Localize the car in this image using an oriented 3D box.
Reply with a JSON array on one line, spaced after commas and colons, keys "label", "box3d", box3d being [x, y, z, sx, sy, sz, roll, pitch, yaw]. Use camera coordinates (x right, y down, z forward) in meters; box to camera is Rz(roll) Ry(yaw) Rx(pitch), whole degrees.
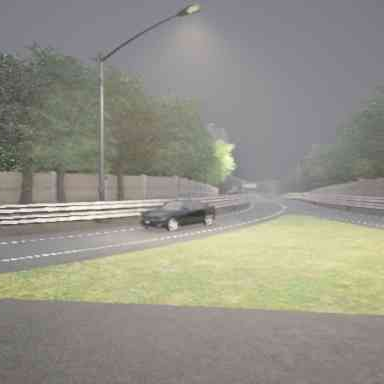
[{"label": "car", "box3d": [-0.661, 1.145, 18.032, 1.882, 1.535, 5.008, 1, 1, 37]}]
